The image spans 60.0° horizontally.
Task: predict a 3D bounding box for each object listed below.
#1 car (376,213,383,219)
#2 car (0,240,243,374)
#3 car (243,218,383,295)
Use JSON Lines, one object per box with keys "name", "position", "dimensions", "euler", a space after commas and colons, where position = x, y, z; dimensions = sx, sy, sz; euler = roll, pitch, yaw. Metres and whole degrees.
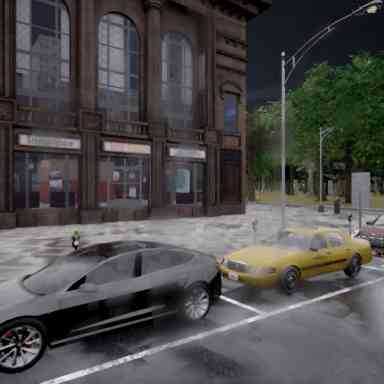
{"name": "car", "position": [7.425, 1.439, 11.948], "dimensions": [4.097, 1.590, 1.967], "euler": [0, 0, -36]}
{"name": "car", "position": [-1.427, 1.566, 5.631], "dimensions": [4.313, 1.339, 1.947], "euler": [0, 0, -36]}
{"name": "car", "position": [2.861, 1.525, 8.691], "dimensions": [4.829, 1.417, 1.752], "euler": [0, 0, -36]}
